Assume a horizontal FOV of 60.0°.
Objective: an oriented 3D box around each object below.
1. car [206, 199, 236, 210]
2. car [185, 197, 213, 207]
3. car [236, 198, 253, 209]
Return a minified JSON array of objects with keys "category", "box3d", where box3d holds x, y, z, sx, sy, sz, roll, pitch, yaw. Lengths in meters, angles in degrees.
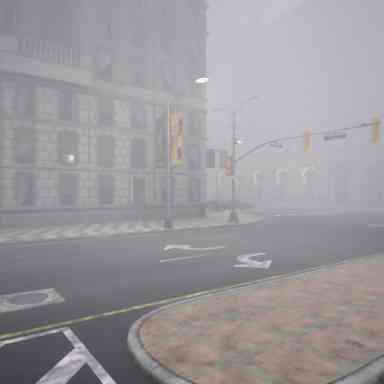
[{"category":"car","box3d":[3.243,1.564,42.879,1.994,1.385,4.181,0,0,-36]},{"category":"car","box3d":[1.095,1.505,51.943,1.837,1.490,4.892,0,0,-35]},{"category":"car","box3d":[6.185,1.564,44.784,1.994,1.385,4.181,0,0,-36]}]
